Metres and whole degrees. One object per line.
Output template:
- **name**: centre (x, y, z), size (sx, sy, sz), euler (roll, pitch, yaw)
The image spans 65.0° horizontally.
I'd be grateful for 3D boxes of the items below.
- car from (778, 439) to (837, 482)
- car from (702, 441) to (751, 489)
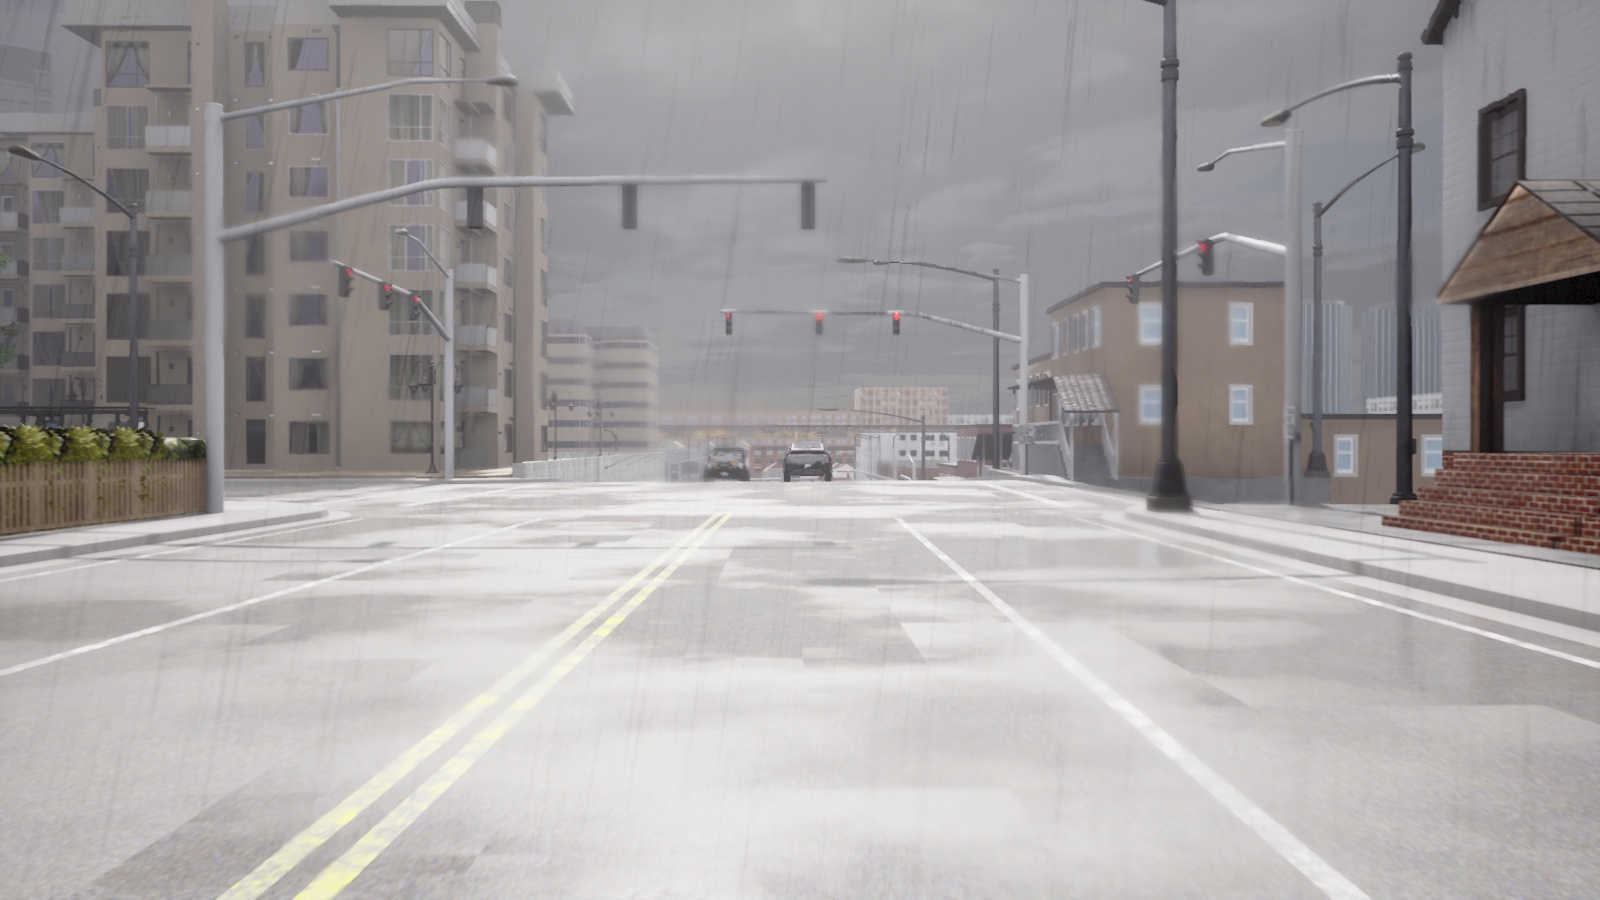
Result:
- **car**: centre (0.291, 0.447, 48.289), size (2.128, 1.511, 4.902), euler (0, -2, 0)
- **car**: centre (-3.171, 0.700, 54.789), size (1.905, 1.878, 3.866), euler (0, -4, 0)
